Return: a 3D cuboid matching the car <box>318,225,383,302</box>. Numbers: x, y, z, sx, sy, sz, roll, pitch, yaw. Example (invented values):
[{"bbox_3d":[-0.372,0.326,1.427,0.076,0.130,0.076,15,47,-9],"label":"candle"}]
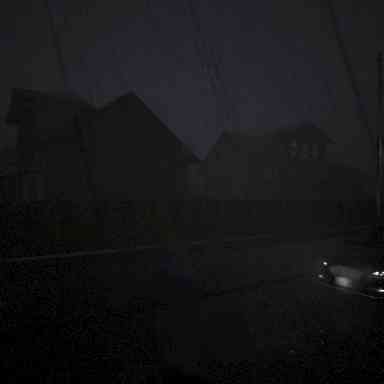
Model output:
[{"bbox_3d":[5.092,1.590,8.137,4.902,1.511,2.128,1,-1,-35],"label":"car"}]
